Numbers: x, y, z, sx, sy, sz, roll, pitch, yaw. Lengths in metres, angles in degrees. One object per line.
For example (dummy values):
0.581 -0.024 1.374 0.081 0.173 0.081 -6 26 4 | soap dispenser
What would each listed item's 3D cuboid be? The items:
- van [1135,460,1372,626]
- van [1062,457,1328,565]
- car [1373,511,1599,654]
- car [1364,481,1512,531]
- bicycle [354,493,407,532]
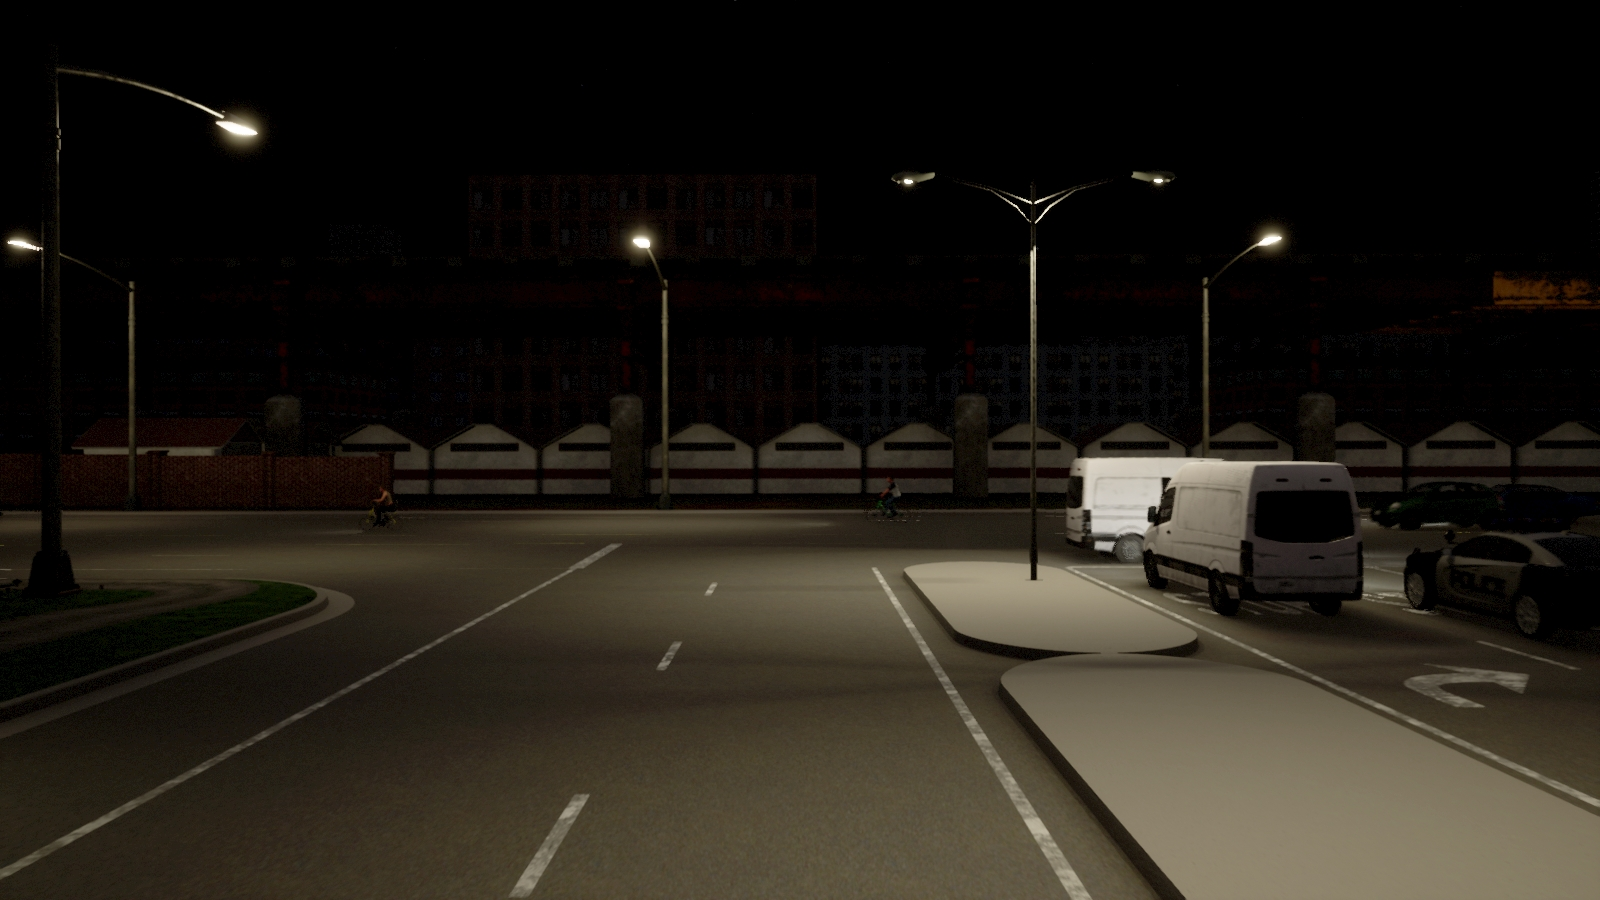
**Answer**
7.994 1.483 20.931 1.988 2.561 5.915 0 0 0 | van
9.713 1.469 28.442 5.915 2.561 1.988 0 0 0 | van
11.382 1.927 17.995 2.097 1.638 5.238 0 0 0 | car
21.666 1.890 38.892 3.988 1.617 1.851 0 0 0 | car
-14.305 2.127 39.024 1.487 1.301 0.859 0 0 0 | bicycle
